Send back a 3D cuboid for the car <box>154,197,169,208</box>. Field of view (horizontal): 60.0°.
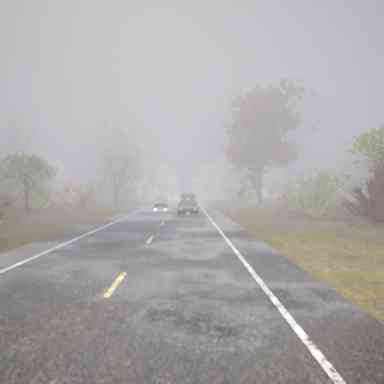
[{"bbox_3d":[-4.046,1.387,44.899,2.033,1.411,5.357,0,0,-1],"label":"car"}]

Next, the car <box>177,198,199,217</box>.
[{"bbox_3d":[-0.346,1.456,29.832,1.895,1.301,4.718,0,0,0],"label":"car"}]

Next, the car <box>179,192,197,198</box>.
[{"bbox_3d":[-0.491,1.028,44.658,2.150,2.045,5.566,0,0,0],"label":"car"}]
